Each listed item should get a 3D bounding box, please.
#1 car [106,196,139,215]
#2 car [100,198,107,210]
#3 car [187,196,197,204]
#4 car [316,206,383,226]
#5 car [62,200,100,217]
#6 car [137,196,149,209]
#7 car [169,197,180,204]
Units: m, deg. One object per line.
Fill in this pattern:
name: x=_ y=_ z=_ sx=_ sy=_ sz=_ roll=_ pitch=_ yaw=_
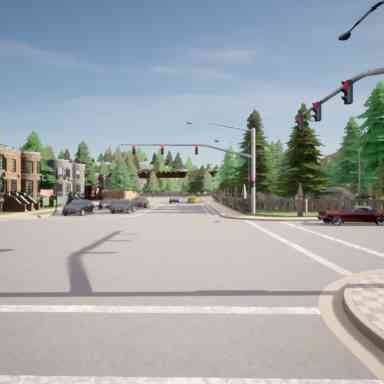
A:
car: x=-7.097 y=1.504 z=34.438 sx=1.837 sy=1.490 sz=4.892 roll=0 pitch=0 yaw=0
car: x=-10.605 y=1.492 z=42.777 sx=2.128 sy=1.511 sz=4.902 roll=0 pitch=0 yaw=0
car: x=0.063 y=1.477 z=64.966 sx=1.882 sy=1.535 sz=5.008 roll=0 pitch=0 yaw=0
car: x=11.176 y=1.601 z=22.934 sx=4.718 sy=1.301 sz=1.895 roll=0 pitch=0 yaw=2
car: x=-10.702 y=1.505 z=31.754 sx=1.837 sy=1.490 sz=4.892 roll=0 pitch=0 yaw=3
car: x=-7.092 y=1.351 z=45.366 sx=2.097 sy=1.767 sz=4.553 roll=0 pitch=0 yaw=0
car: x=-3.437 y=1.601 z=65.254 sx=1.895 sy=1.301 sz=4.718 roll=0 pitch=0 yaw=0
